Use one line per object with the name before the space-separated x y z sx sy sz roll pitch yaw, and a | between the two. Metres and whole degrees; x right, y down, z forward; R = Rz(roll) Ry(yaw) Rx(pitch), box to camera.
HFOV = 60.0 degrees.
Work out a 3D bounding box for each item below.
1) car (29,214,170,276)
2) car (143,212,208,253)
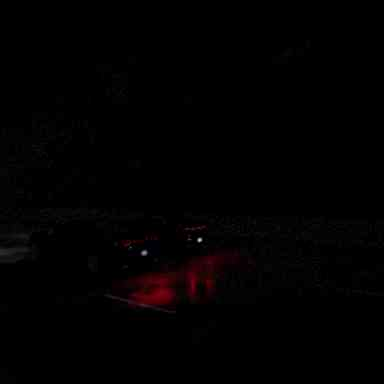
car | -3.336 1.567 10.756 5.008 1.535 1.882 -1 0 36
car | -1.670 1.595 13.873 4.902 1.511 2.128 -1 0 36
